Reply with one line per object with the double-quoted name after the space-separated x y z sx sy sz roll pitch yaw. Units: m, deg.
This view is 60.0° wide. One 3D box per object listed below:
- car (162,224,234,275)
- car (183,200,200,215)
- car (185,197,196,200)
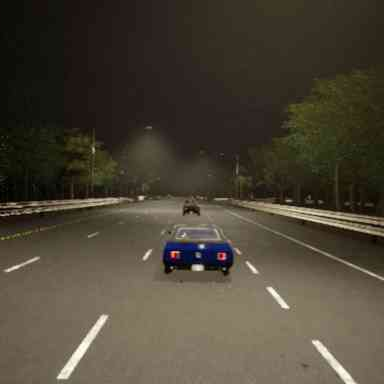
0.147 1.684 10.813 1.895 1.301 4.718 1 0 0 "car"
-0.082 1.873 37.801 1.895 1.301 4.718 1 0 0 "car"
-0.325 1.828 66.952 2.097 1.767 4.553 1 0 0 "car"
